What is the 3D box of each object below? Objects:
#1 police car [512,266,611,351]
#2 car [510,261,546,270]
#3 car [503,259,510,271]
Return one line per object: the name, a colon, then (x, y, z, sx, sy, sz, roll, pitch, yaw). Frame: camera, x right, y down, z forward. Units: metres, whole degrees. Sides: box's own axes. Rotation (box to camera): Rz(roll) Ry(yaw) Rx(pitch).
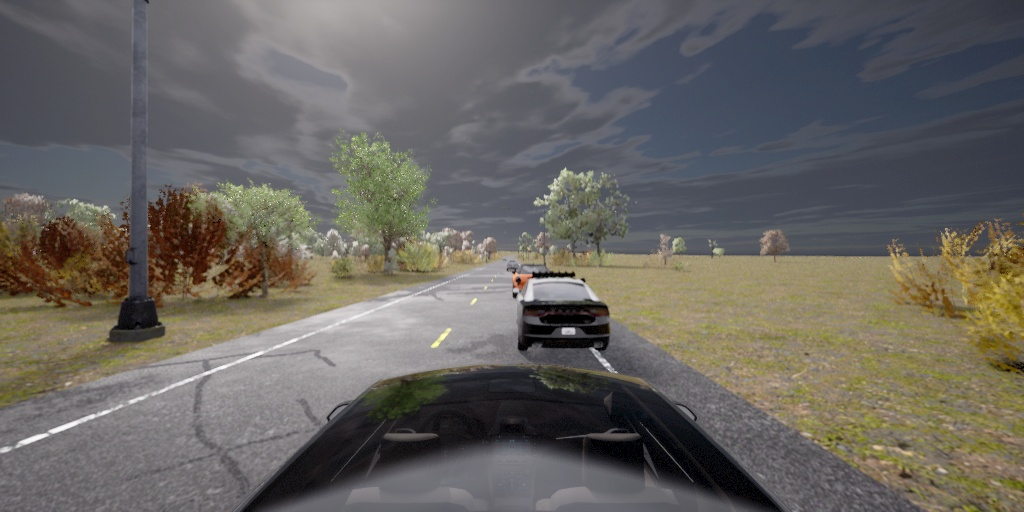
police car: (1.058, 1.212, 9.278, 1.930, 1.638, 5.238, 0, 0, 0)
car: (1.066, 1.184, 19.139, 2.097, 1.767, 4.553, 0, 0, 0)
car: (0.119, 1.507, 52.728, 2.033, 1.411, 5.357, 0, 0, 0)
